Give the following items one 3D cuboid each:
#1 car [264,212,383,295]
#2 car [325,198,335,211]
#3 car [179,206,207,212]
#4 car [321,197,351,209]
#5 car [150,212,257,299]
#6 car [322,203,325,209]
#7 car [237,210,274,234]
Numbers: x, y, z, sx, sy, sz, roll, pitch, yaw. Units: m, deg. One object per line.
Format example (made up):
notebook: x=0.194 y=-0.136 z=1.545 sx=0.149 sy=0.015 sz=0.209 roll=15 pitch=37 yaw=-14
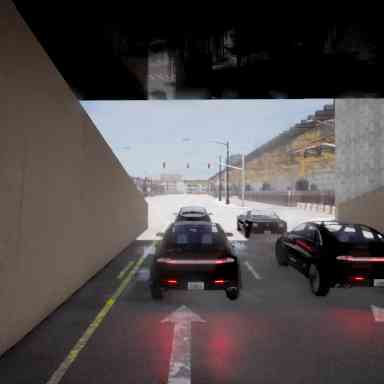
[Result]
car: x=3.567 y=1.491 z=8.680 sx=2.128 sy=1.511 sz=4.902 roll=0 pitch=0 yaw=0
car: x=17.332 y=1.453 z=35.542 sx=2.038 sy=1.542 sz=4.974 roll=0 pitch=0 yaw=-35
car: x=0.049 y=1.505 z=17.587 sx=1.837 sy=1.490 sz=4.892 roll=0 pitch=0 yaw=0
car: x=17.460 y=1.295 z=40.186 sx=1.853 sy=1.218 sz=4.536 roll=0 pitch=0 yaw=45
car: x=0.067 y=1.492 z=8.467 sx=2.128 sy=1.511 sz=4.902 roll=0 pitch=0 yaw=0
car: x=17.424 y=1.452 z=40.149 sx=2.038 sy=1.542 sz=4.974 roll=0 pitch=0 yaw=45
car: x=3.549 y=1.601 z=17.833 sx=1.895 sy=1.301 sz=4.718 roll=0 pitch=0 yaw=0
